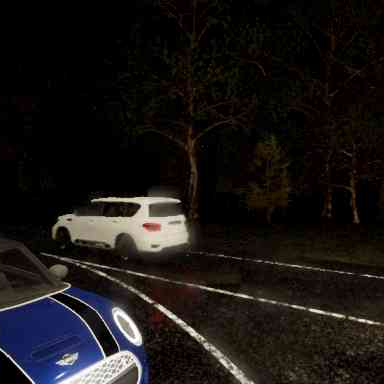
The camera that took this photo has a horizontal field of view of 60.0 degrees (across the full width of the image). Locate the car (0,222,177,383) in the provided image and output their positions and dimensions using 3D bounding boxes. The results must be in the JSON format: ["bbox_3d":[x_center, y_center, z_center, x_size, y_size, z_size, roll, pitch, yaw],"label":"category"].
[{"bbox_3d":[-2.645,1.338,3.762,4.553,1.767,2.097,1,0,35],"label":"car"}]

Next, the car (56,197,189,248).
[{"bbox_3d":[-2.697,1.199,12.041,5.566,2.045,2.150,0,0,36],"label":"car"}]
